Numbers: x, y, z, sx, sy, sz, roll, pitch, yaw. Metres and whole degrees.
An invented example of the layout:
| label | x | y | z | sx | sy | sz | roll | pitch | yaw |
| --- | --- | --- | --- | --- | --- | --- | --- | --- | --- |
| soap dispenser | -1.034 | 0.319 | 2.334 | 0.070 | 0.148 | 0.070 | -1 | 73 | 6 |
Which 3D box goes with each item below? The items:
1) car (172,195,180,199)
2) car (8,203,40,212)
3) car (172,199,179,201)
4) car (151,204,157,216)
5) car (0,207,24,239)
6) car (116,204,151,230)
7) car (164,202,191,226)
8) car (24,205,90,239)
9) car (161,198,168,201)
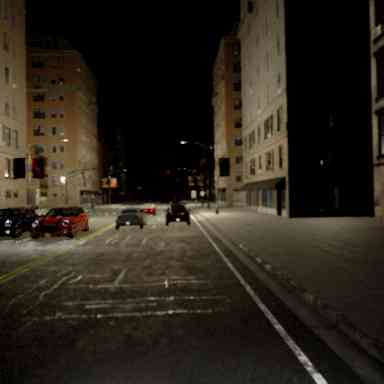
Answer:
| label | x | y | z | sx | sy | sz | roll | pitch | yaw |
| --- | --- | --- | --- | --- | --- | --- | --- | --- | --- |
| car | -4.570 | 2.124 | 93.313 | 1.837 | 1.490 | 4.892 | -1 | 0 | -3 |
| car | -28.091 | 2.554 | 55.692 | 4.313 | 1.339 | 1.947 | -1 | -1 | -3 |
| car | -1.707 | 1.844 | 35.987 | 1.812 | 1.442 | 4.674 | -1 | 0 | -3 |
| car | -4.900 | 1.987 | 36.805 | 1.895 | 1.301 | 4.718 | -1 | 0 | -3 |
| car | -10.759 | 1.715 | 19.767 | 2.097 | 1.767 | 4.553 | -1 | 0 | -3 |
| car | -4.247 | 1.797 | 23.688 | 1.812 | 1.442 | 4.674 | -1 | -1 | -3 |
| car | -1.105 | 1.733 | 25.894 | 1.837 | 1.490 | 4.892 | -1 | 0 | -3 |
| car | -7.482 | 1.649 | 19.259 | 2.097 | 1.767 | 4.553 | -1 | 0 | -3 |
| car | -7.815 | 2.209 | 93.151 | 1.812 | 1.442 | 4.674 | -1 | 0 | -3 |
